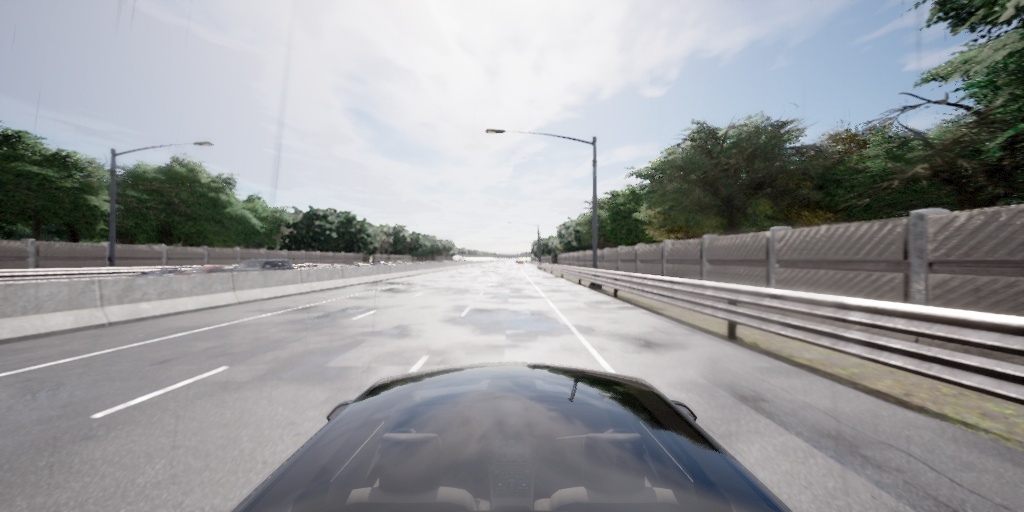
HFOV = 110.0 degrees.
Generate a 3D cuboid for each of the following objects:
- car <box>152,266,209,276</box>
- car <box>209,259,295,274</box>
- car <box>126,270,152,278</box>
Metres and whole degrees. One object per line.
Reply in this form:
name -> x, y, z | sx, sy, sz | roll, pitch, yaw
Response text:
car -> -21.108, 1.448, 24.630 | 1.882, 1.535, 5.008 | 0, -1, 0
car -> -17.608, 1.197, 25.084 | 2.150, 2.045, 5.566 | 0, -1, 0
car -> -24.607, 1.540, 25.270 | 1.994, 1.385, 4.181 | 0, -1, 0
